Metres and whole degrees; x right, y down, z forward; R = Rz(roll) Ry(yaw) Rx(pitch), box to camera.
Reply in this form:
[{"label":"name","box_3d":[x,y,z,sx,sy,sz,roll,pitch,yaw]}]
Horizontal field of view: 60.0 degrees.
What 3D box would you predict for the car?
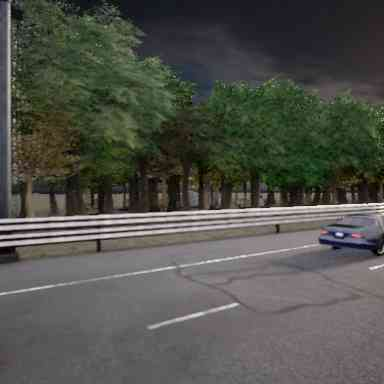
[{"label":"car","box_3d":[7.248,1.548,13.210,5.357,1.411,2.033,0,0,-36]}]
